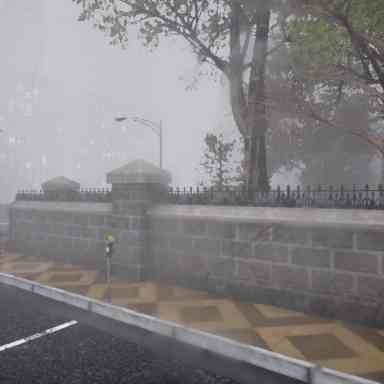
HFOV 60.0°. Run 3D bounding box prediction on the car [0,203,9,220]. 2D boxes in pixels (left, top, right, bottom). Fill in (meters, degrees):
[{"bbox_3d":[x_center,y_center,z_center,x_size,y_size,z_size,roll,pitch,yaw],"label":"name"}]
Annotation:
[{"bbox_3d":[-16.401,1.694,27.438,1.837,1.490,4.892,0,-1,35],"label":"car"}]
